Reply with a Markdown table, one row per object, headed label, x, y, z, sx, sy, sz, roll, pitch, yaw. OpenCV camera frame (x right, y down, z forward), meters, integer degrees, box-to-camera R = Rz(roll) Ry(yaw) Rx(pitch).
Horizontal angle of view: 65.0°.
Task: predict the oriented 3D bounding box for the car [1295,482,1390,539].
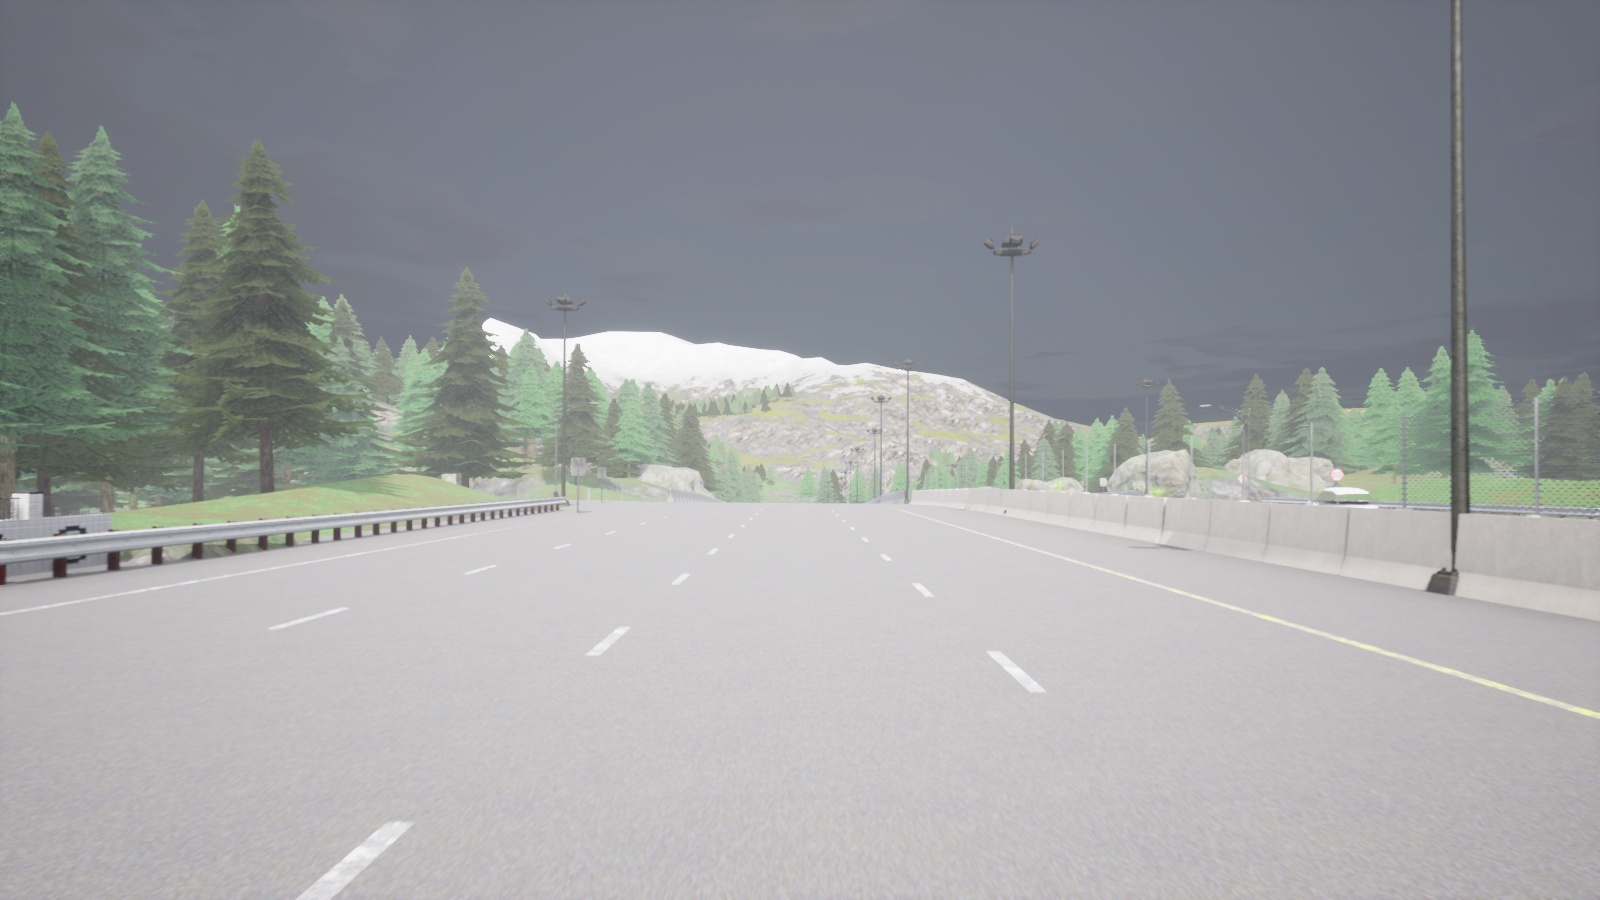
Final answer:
| label | x | y | z | sx | sy | sz | roll | pitch | yaw |
| --- | --- | --- | --- | --- | --- | --- | --- | --- | --- |
| car | 13.922 | 1.530 | 32.320 | 1.481 | 1.376 | 2.207 | 0 | -1 | 0 |
